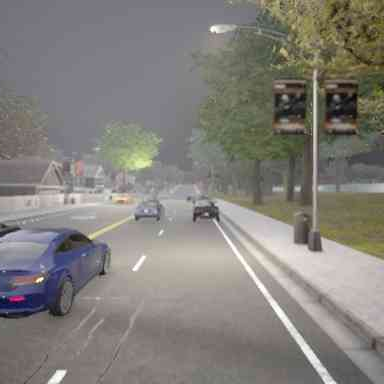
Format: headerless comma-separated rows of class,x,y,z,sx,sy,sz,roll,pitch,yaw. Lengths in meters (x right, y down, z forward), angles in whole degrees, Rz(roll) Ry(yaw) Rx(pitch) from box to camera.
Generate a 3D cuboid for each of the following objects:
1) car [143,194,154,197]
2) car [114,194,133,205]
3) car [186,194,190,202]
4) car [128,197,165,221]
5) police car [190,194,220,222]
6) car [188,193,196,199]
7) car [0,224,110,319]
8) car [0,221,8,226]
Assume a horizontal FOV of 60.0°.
car,-6.576,1.075,50.550,1.812,1.442,4.674,0,1,0
car,-9.831,1.042,48.023,1.882,1.535,5.008,0,1,0
car,0.001,0.999,58.017,1.882,1.535,5.008,0,0,0
car,-3.147,1.343,25.364,2.033,1.411,5.357,0,1,0
police car,0.976,1.230,24.664,1.930,1.638,5.238,0,1,0
car,0.002,1.004,78.413,1.895,1.301,4.718,0,0,0
car,-3.148,1.503,7.260,1.812,1.442,4.674,0,0,0
car,-6.600,1.444,8.982,1.882,1.535,5.008,0,0,0
